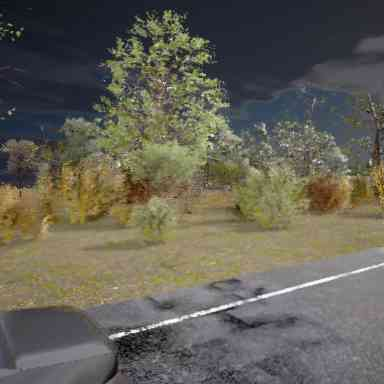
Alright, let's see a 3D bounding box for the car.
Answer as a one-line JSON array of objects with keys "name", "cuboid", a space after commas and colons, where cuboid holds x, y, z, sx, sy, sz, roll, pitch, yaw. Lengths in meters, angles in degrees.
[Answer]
[{"name": "car", "cuboid": [-3.018, 1.551, 1.839, 5.357, 1.411, 2.033, 0, 0, -35]}]
